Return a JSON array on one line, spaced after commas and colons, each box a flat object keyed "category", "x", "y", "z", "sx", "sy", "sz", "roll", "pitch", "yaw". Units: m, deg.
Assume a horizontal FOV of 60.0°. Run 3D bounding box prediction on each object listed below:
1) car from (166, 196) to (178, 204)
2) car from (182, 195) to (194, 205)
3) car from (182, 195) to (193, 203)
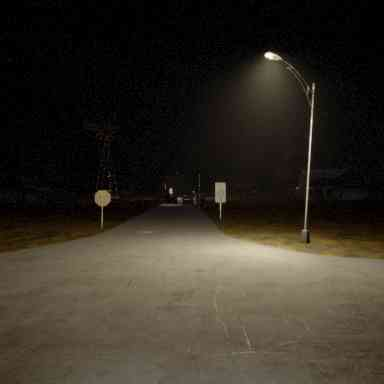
[{"category": "car", "x": -3.493, "y": 1.375, "z": 58.904, "sx": 2.033, "sy": 1.411, "sz": 5.357, "roll": 0, "pitch": 0, "yaw": -1}, {"category": "car", "x": -0.685, "y": 1.342, "z": 54.342, "sx": 2.128, "sy": 1.511, "sz": 4.902, "roll": 0, "pitch": 0, "yaw": -1}, {"category": "car", "x": -0.817, "y": 1.347, "z": 64.778, "sx": 2.033, "sy": 1.411, "sz": 5.357, "roll": 0, "pitch": 0, "yaw": -1}]
